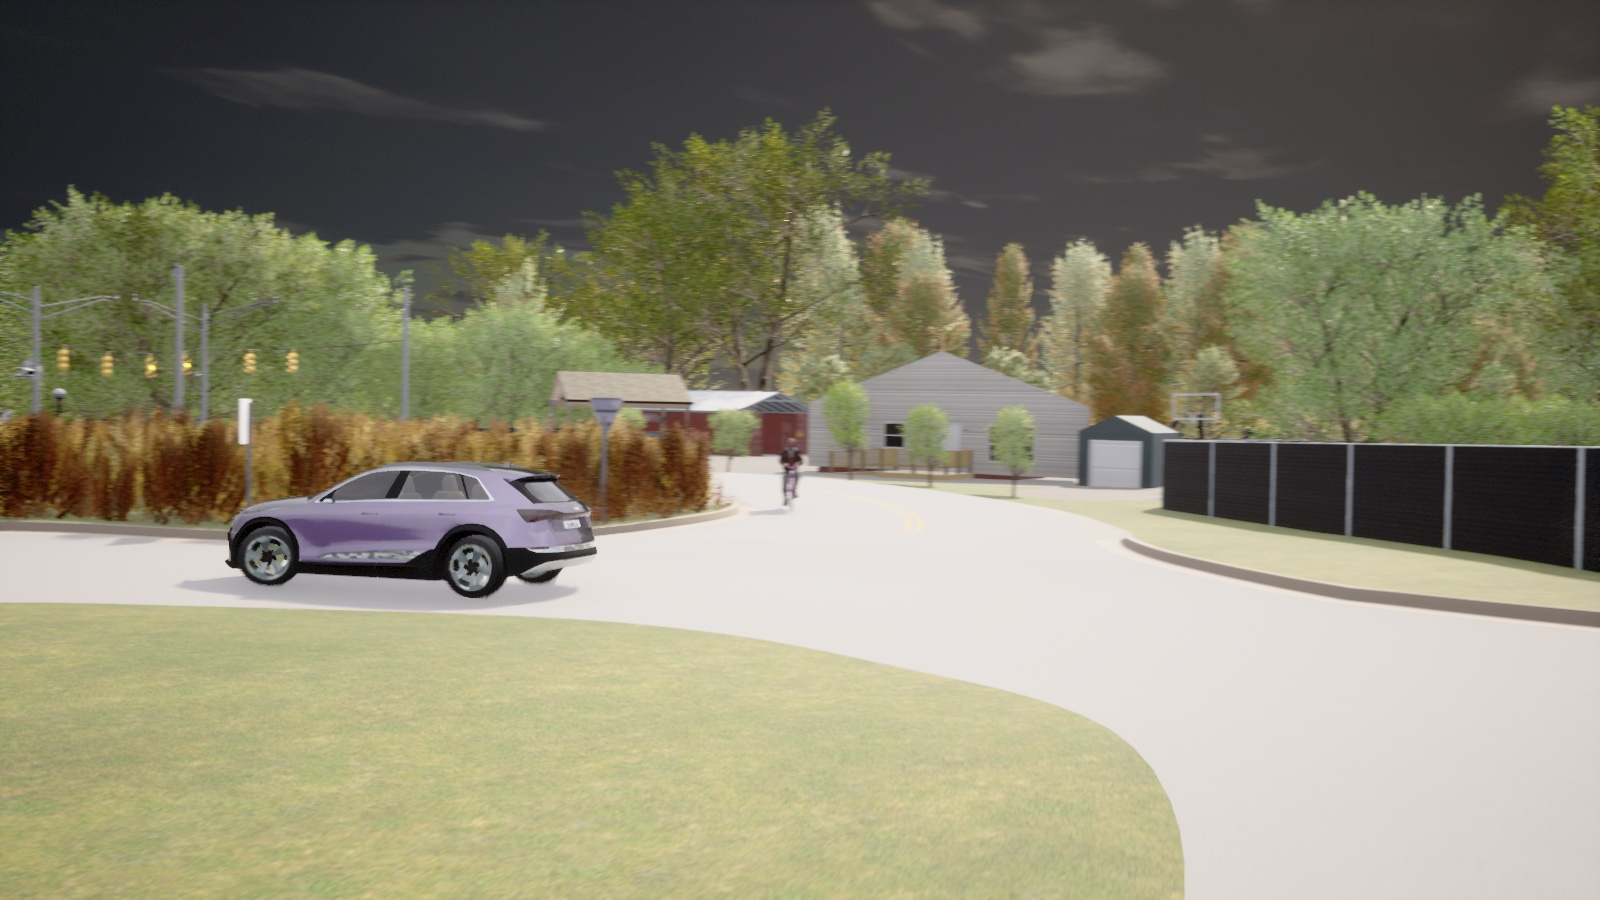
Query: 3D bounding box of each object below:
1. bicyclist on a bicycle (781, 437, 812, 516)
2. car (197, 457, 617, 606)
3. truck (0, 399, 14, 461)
[{"bbox_3d":[-0.099,0.600,29.624,0.659,1.776,1.843,0,1,-3],"label":"bicyclist on a bicycle"},{"bbox_3d":[-5.054,0.969,16.351,4.856,1.649,2.033,1,0,15],"label":"car"},{"bbox_3d":[-53.393,-1.209,79.796,8.468,3.827,2.891,0,2,37],"label":"truck"}]
